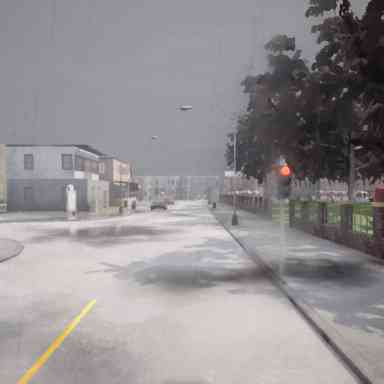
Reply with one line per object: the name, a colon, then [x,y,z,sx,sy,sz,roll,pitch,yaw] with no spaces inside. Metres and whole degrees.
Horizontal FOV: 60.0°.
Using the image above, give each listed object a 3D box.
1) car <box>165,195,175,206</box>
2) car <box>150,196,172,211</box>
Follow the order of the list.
car: [-4.034,1.355,56.642,2.097,1.767,4.553,0,0,0]
car: [-4.062,1.547,42.011,2.033,1.411,5.357,0,0,0]
